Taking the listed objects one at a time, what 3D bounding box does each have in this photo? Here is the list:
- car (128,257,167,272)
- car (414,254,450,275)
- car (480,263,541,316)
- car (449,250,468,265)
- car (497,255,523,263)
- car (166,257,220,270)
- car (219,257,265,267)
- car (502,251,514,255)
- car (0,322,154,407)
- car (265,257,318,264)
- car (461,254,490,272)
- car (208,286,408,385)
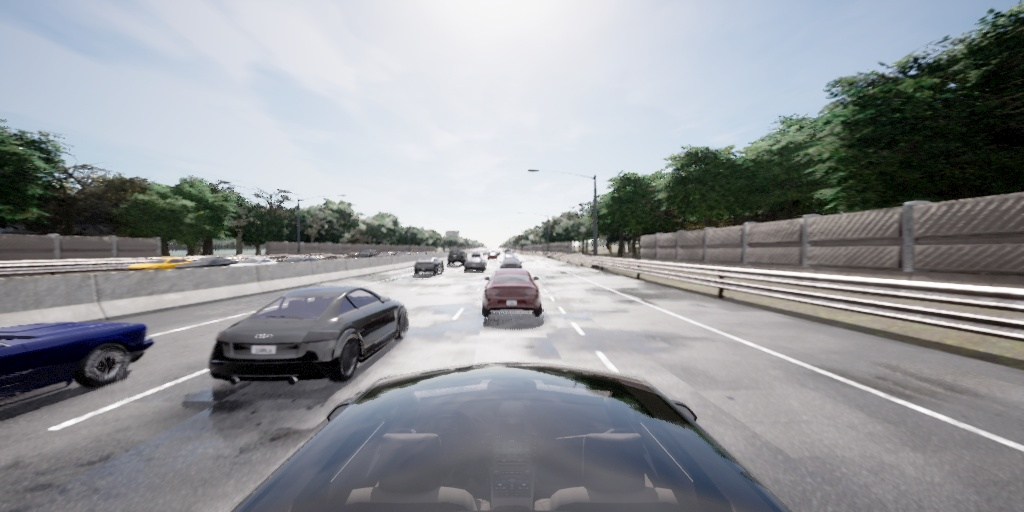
[{"bbox_3d":[-28.162,0.844,29.200,1.882,1.535,5.008,0,1,0],"label":"car"},{"bbox_3d":[-7.082,0.808,31.043,2.128,1.511,4.902,0,1,0],"label":"car"},{"bbox_3d":[-0.011,1.168,12.678,1.812,1.442,4.674,0,1,0],"label":"car"},{"bbox_3d":[-7.207,0.208,47.875,2.150,2.045,5.566,0,1,-1],"label":"car"},{"bbox_3d":[-0.073,0.868,29.468,1.812,1.442,4.674,0,1,0],"label":"car"},{"bbox_3d":[-24.663,0.841,29.239,1.882,1.535,5.008,0,1,0],"label":"car"},{"bbox_3d":[-21.165,0.880,29.604,1.812,1.442,4.674,0,1,0],"label":"car"},{"bbox_3d":[-0.252,0.436,52.624,2.033,1.411,5.357,0,1,-1],"label":"car"},{"bbox_3d":[-7.000,1.342,3.886,1.895,1.301,4.718,0,0,0],"label":"car"},{"bbox_3d":[-17.665,0.853,29.669,1.837,1.490,4.892,0,2,0],"label":"car"},{"bbox_3d":[-3.612,0.784,35.844,1.994,1.385,4.181,0,1,0],"label":"car"},{"bbox_3d":[-3.503,1.275,7.063,1.994,1.385,4.181,0,1,0],"label":"car"}]
